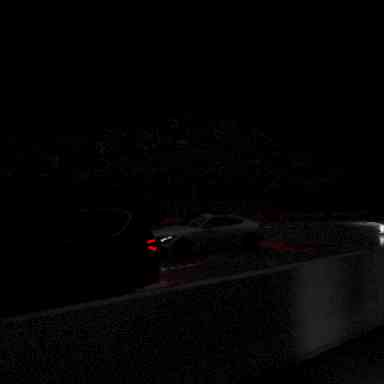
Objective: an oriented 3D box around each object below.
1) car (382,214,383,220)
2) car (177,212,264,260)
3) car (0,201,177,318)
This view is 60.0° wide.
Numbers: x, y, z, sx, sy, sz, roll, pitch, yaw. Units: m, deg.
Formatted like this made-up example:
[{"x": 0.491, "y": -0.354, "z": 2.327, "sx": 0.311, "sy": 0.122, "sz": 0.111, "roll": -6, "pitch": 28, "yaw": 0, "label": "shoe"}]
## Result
[{"x": 15.827, "y": 1.464, "z": 23.607, "sx": 4.892, "sy": 1.490, "sz": 1.837, "roll": 0, "pitch": 0, "yaw": -20, "label": "car"}, {"x": 0.600, "y": 1.493, "z": 12.400, "sx": 4.674, "sy": 1.442, "sz": 1.812, "roll": 0, "pitch": 0, "yaw": -30, "label": "car"}, {"x": -3.254, "y": 1.201, "z": 5.835, "sx": 5.566, "sy": 2.045, "sz": 2.150, "roll": 0, "pitch": 0, "yaw": -34, "label": "car"}]
